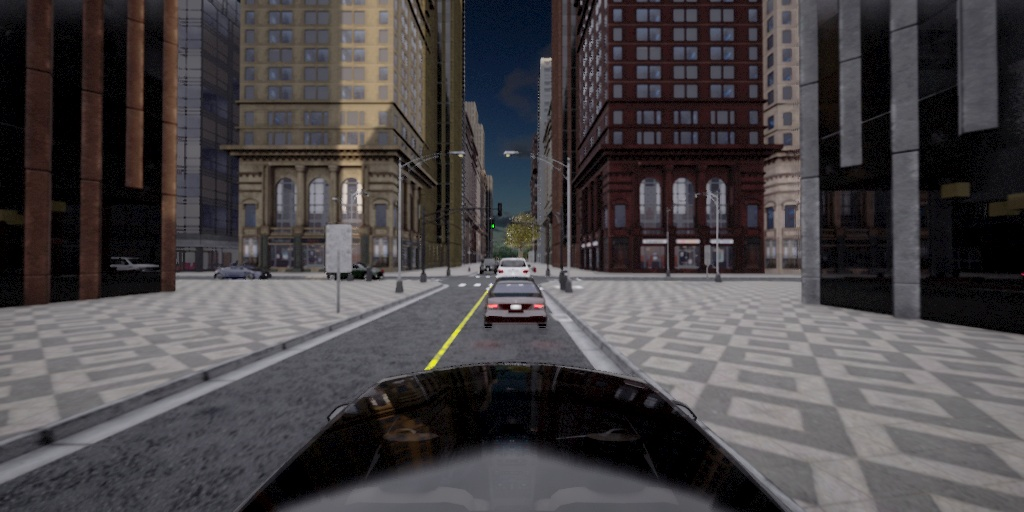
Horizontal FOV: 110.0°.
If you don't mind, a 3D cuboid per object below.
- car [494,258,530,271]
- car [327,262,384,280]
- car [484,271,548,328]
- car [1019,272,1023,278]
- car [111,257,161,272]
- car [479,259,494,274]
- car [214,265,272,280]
[{"bbox_3d":[0.099,1.172,25.242,2.150,2.045,5.566,0,0,0],"label":"car"},{"bbox_3d":[-13.805,1.308,31.834,4.553,1.767,2.097,0,-1,0],"label":"car"},{"bbox_3d":[0.095,1.383,11.751,2.033,1.411,5.357,0,0,0],"label":"car"},{"bbox_3d":[48.663,1.693,31.830,5.357,1.411,2.033,0,-1,0],"label":"car"},{"bbox_3d":[-34.185,1.124,31.869,5.566,2.045,2.150,0,-1,0],"label":"car"},{"bbox_3d":[-3.102,1.363,47.991,2.150,2.045,5.566,0,0,-1],"label":"car"},{"bbox_3d":[-23.842,1.492,31.854,4.181,1.385,1.994,0,-1,0],"label":"car"}]
